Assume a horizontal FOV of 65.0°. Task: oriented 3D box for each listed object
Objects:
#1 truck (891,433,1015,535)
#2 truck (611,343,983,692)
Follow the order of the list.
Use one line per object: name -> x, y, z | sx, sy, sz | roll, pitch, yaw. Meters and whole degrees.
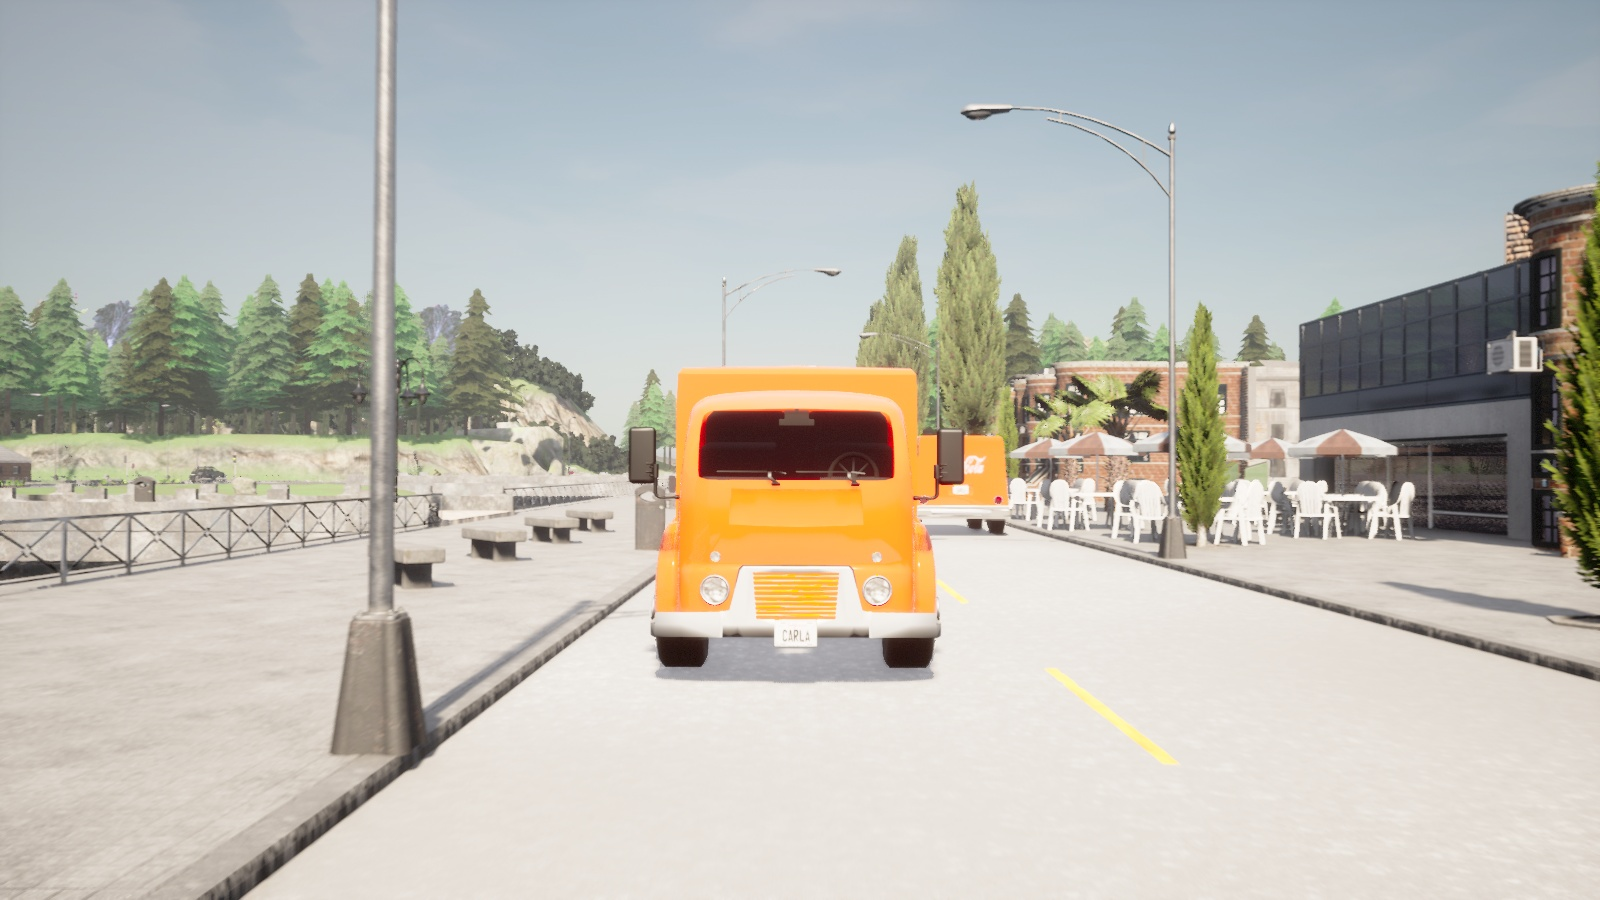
truck -> 3.911, 0.868, 33.186 | 2.627, 2.467, 5.204 | 0, -1, 0
truck -> -0.032, 0.521, 11.512 | 2.627, 2.467, 5.204 | 0, -1, 0
